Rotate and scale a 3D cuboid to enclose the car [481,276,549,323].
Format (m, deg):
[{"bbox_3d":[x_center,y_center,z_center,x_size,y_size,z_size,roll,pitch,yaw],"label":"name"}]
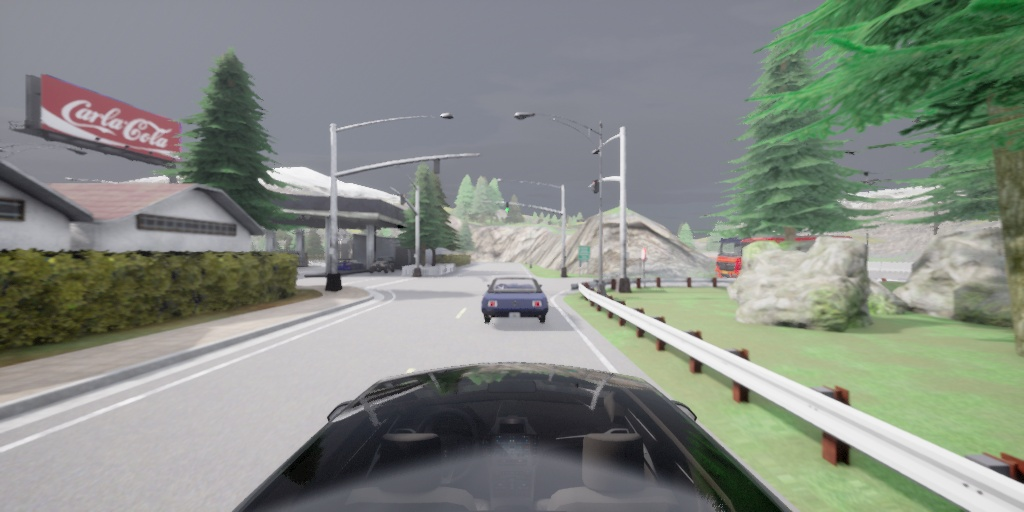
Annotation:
[{"bbox_3d":[0.085,1.327,11.969,1.895,1.301,4.718,0,0,0],"label":"car"}]

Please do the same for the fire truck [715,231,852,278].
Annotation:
[{"bbox_3d":[19.821,0.116,26.335,8.468,3.827,2.891,-1,3,-1],"label":"fire truck"}]
